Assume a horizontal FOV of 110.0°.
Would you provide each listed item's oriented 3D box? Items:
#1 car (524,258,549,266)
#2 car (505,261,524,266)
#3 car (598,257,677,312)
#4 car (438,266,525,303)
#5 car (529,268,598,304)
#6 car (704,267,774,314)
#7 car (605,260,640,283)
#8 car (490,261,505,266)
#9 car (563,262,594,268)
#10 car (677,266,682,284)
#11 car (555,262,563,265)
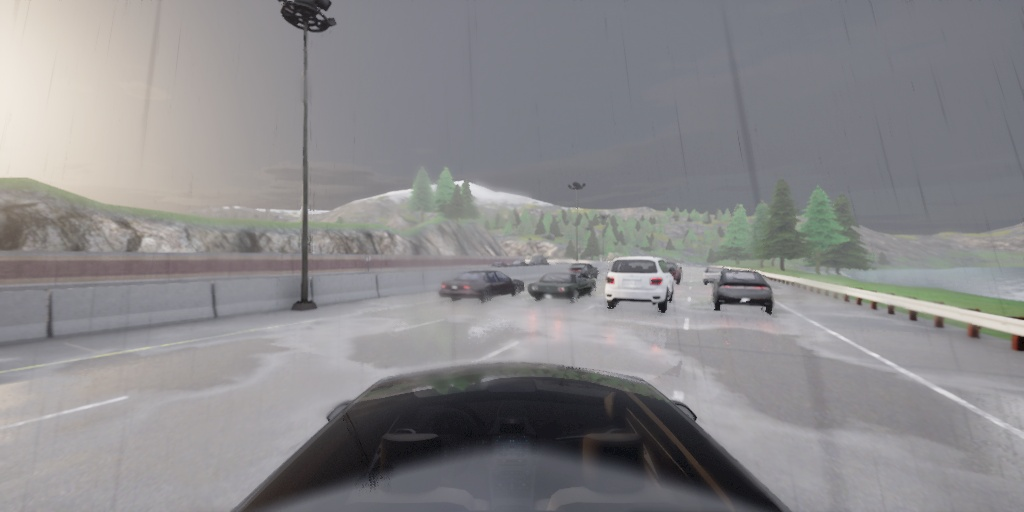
[{"bbox_3d":[4.458,1.287,60.457,2.150,2.045,5.566,0,0,24],"label":"car"},{"bbox_3d":[1.089,1.545,61.518,1.882,1.535,5.008,0,0,24],"label":"car"},{"bbox_3d":[5.461,1.049,15.039,2.150,2.045,5.566,0,0,27],"label":"car"},{"bbox_3d":[-1.260,1.379,17.278,2.033,1.411,5.357,0,0,27],"label":"car"},{"bbox_3d":[2.573,1.435,17.068,1.895,1.301,4.718,0,0,27],"label":"car"},{"bbox_3d":[9.102,1.319,14.455,2.128,1.511,4.902,0,0,27],"label":"car"},{"bbox_3d":[9.583,1.266,30.915,2.097,1.767,4.553,0,0,27],"label":"car"},{"bbox_3d":[-2.258,1.633,62.618,1.994,1.385,4.181,0,0,24],"label":"car"},{"bbox_3d":[6.512,1.426,32.597,1.837,1.490,4.892,0,0,27],"label":"car"},{"bbox_3d":[12.708,1.261,29.338,2.097,1.767,4.553,0,0,27],"label":"car"},{"bbox_3d":[8.444,1.636,60.944,1.994,1.385,4.181,0,0,23],"label":"car"}]
